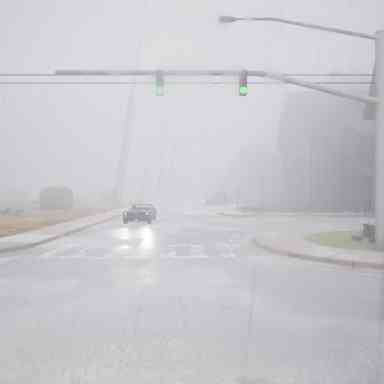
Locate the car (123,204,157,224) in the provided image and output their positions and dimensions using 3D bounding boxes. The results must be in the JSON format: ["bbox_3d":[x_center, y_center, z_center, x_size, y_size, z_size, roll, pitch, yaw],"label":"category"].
[{"bbox_3d":[-3.686,1.521,24.065,1.895,1.301,4.718,0,0,0],"label":"car"}]

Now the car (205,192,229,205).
[{"bbox_3d":[3.929,0.989,52.682,1.905,1.878,3.866,-8,4,-42],"label":"car"}]
